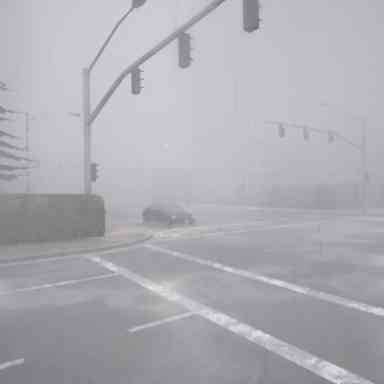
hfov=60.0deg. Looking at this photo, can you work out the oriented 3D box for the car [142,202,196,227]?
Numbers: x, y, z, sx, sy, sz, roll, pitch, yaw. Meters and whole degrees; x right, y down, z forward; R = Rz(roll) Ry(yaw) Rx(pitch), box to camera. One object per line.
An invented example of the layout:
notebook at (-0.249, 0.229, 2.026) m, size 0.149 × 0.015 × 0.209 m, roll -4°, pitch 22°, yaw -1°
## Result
car at (-1.637, 1.408, 21.547) m, size 1.812 × 1.442 × 4.674 m, roll -1°, pitch 2°, yaw -35°
